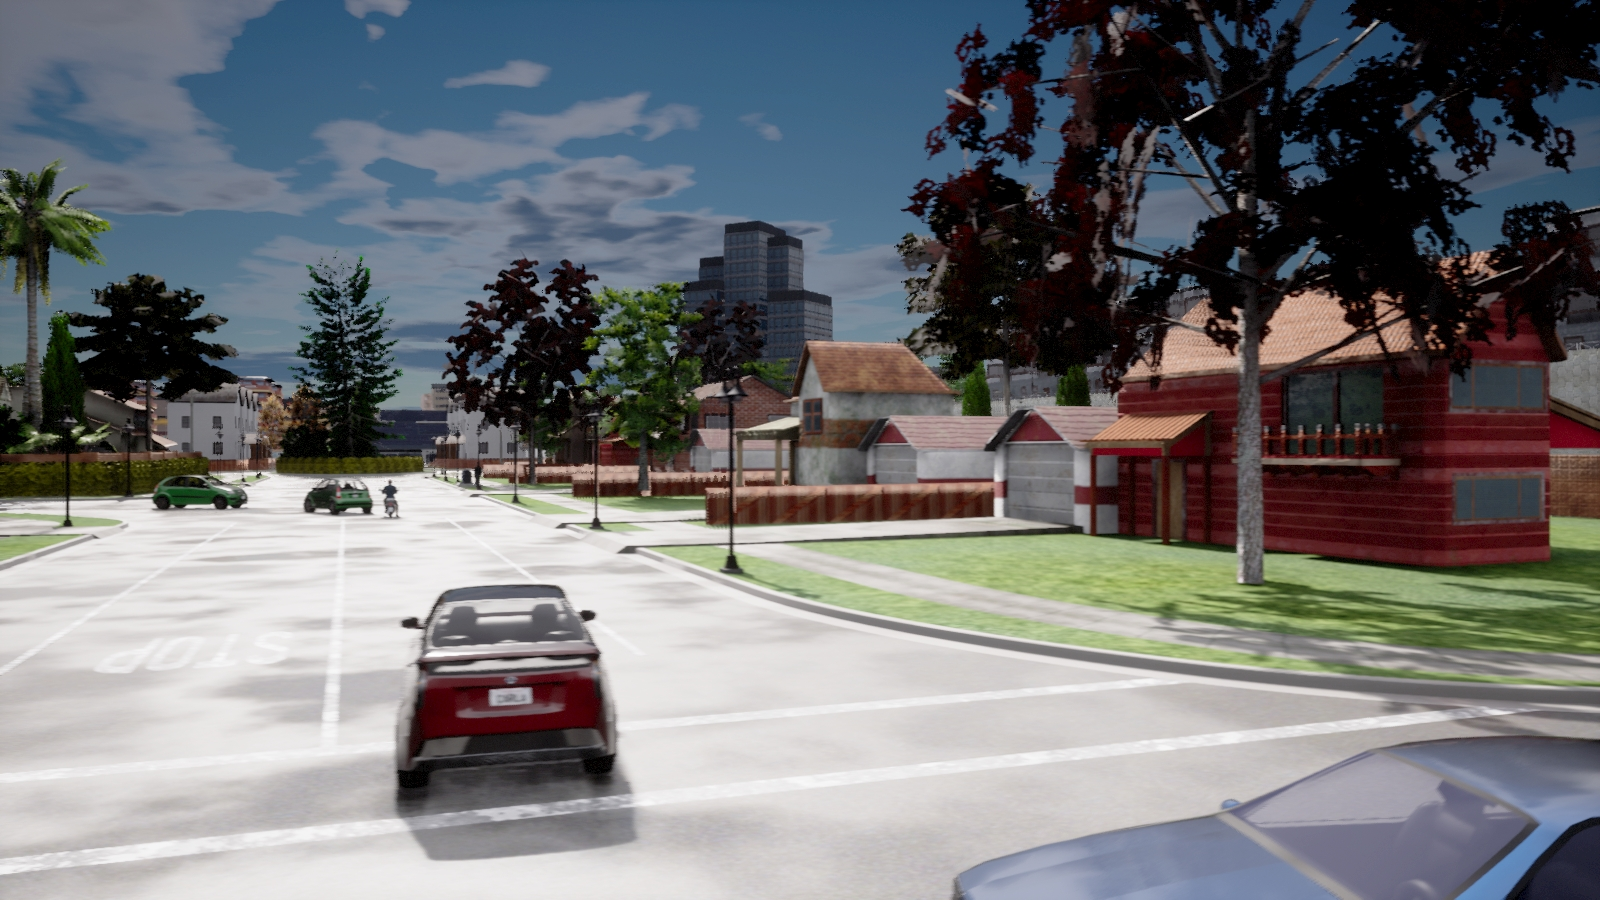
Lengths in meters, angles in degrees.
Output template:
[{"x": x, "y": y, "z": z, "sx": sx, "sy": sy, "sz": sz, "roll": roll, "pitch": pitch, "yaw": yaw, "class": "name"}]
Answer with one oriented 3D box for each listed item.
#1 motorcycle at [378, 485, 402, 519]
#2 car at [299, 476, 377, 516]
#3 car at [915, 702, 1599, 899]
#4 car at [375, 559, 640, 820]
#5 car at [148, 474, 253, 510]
[{"x": -17.306, "y": 2.169, "z": 48.207, "sx": 0.856, "sy": 1.341, "sz": 1.805, "roll": 0, "pitch": 0, "yaw": -22, "class": "motorcycle"}, {"x": -20.934, "y": 2.046, "z": 51.699, "sx": 1.851, "sy": 1.617, "sz": 3.988, "roll": 0, "pitch": 0, "yaw": -45, "class": "car"}, {"x": 3.370, "y": 2.094, "z": 5.159, "sx": 5.357, "sy": 1.411, "sz": 2.033, "roll": 0, "pitch": 0, "yaw": -7, "class": "car"}, {"x": -2.881, "y": 2.047, "z": 11.095, "sx": 2.007, "sy": 1.525, "sz": 4.514, "roll": 0, "pitch": 0, "yaw": -16, "class": "car"}, {"x": -28.484, "y": 1.992, "z": 54.370, "sx": 3.988, "sy": 1.617, "sz": 1.851, "roll": 0, "pitch": 0, "yaw": 0, "class": "car"}]
